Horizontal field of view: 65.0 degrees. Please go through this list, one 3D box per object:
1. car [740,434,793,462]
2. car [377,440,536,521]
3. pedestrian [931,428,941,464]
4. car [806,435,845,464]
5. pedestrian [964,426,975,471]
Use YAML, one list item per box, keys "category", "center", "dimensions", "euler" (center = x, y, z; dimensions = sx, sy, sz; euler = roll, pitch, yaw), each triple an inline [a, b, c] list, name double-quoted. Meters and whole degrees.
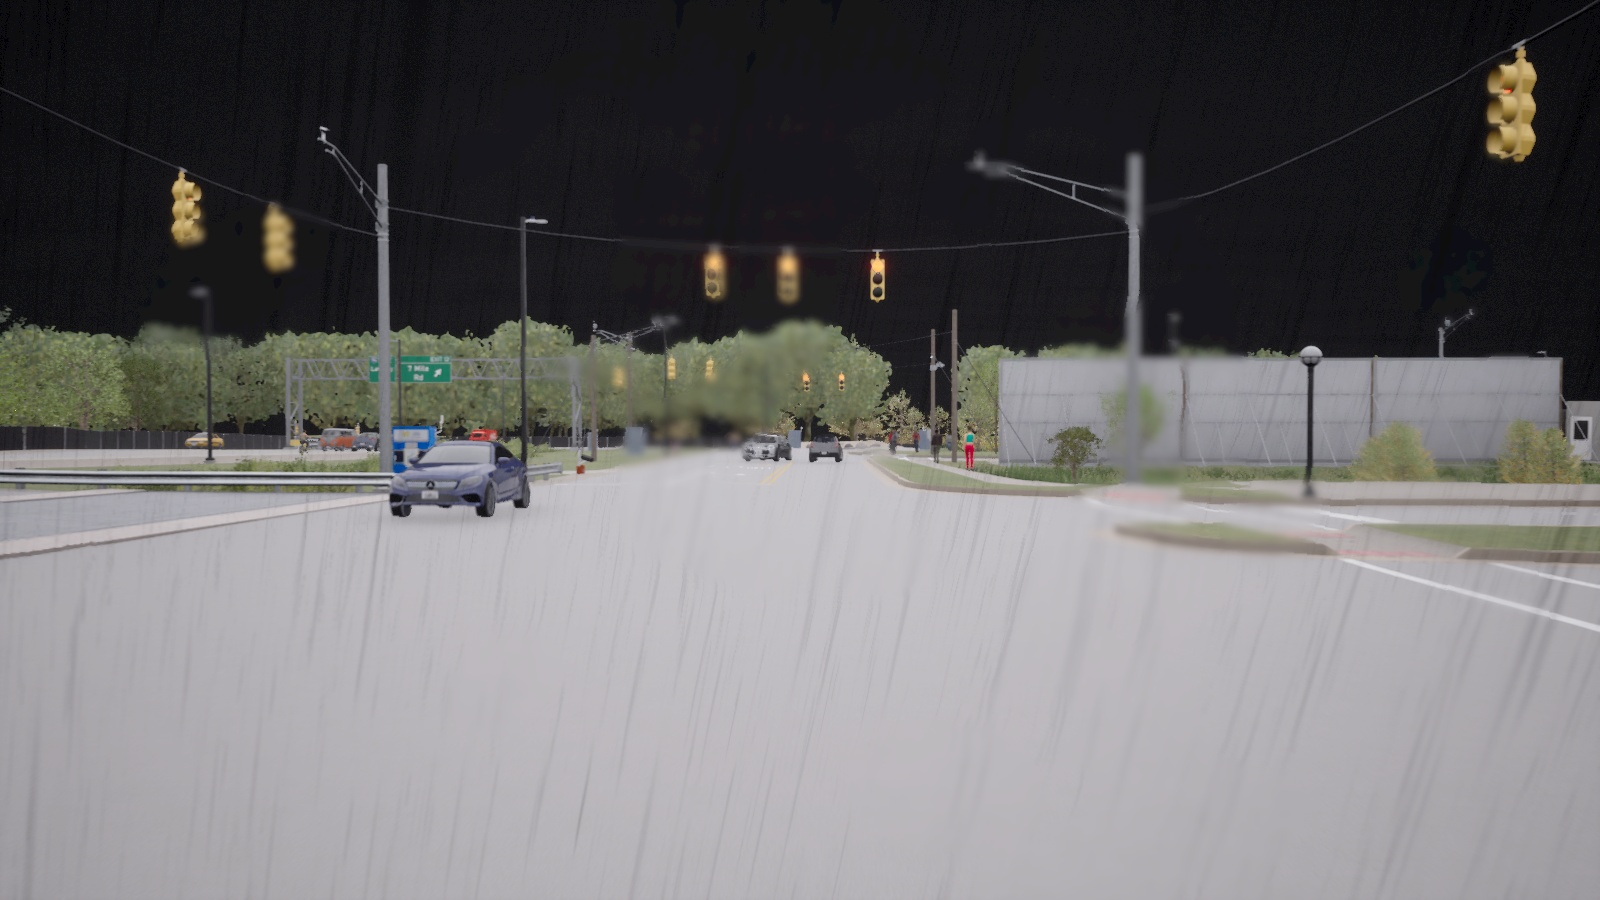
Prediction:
- category: "car"
  center: [-1.819, -0.141, 70.225]
  dimensions: [1.970, 1.475, 3.806]
  euler: [0, 1, 15]
- category: "car"
  center: [-6.700, 0.526, 25.008]
  dimensions: [1.812, 1.442, 4.674]
  euler: [0, 1, 1]
- category: "pedestrian"
  center: [7.080, -0.220, 65.325]
  dimensions: [0.431, 1.840, 0.703]
  euler: [0, 2, 1]
- category: "car"
  center: [1.426, -0.065, 68.467]
  dimensions: [1.845, 1.501, 3.633]
  euler: [0, 1, 5]
- category: "pedestrian"
  center: [7.008, -0.065, 51.905]
  dimensions: [0.345, 1.836, 0.594]
  euler: [0, 2, 1]
